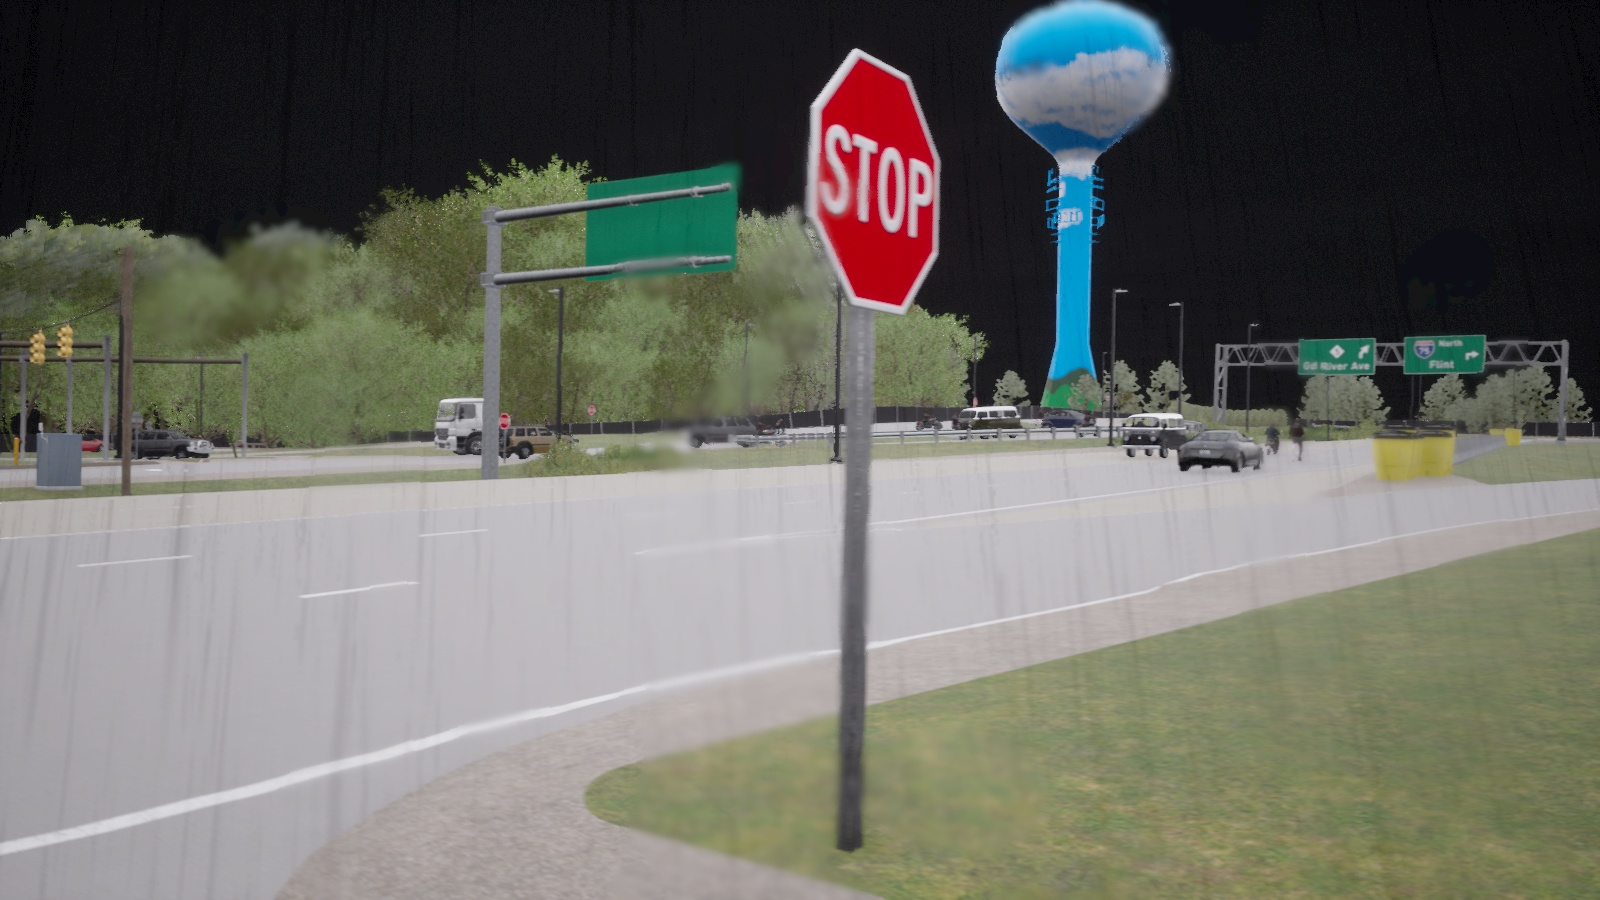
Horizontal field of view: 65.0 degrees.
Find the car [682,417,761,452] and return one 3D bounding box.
[{"bbox_3d":[-4.664,-0.909,74.883,4.605,1.855,1.932,-2,0,-4],"label":"car"}]

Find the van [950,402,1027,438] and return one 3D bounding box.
[{"bbox_3d":[11.781,-1.891,78.357,4.480,2.038,2.069,-4,3,-36],"label":"van"}]

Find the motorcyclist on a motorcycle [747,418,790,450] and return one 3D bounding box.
[{"bbox_3d":[-1.786,-0.903,71.345,2.350,1.649,0.766,-2,-1,5],"label":"motorcyclist on a motorcycle"}]

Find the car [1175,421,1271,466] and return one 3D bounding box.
[{"bbox_3d":[14.096,-0.246,41.726,1.994,1.385,4.181,0,2,34],"label":"car"}]

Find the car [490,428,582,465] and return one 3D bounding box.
[{"bbox_3d":[-14.318,-0.205,68.409,1.932,1.855,4.605,0,2,41],"label":"car"}]

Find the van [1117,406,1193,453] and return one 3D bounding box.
[{"bbox_3d":[16.304,-0.969,57.539,2.069,2.038,4.480,0,2,34],"label":"van"}]

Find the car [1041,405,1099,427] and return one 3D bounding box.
[{"bbox_3d":[19.385,-2.433,90.379,1.789,1.549,3.705,-3,3,-43],"label":"car"}]

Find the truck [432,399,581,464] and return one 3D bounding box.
[{"bbox_3d":[-17.359,-1.142,74.558,7.936,3.462,2.891,-3,2,-35],"label":"truck"}]

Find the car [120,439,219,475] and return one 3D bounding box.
[{"bbox_3d":[-34.928,0.377,69.637,4.605,1.855,1.932,-2,0,9],"label":"car"}]

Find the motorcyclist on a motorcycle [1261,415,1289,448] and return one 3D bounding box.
[{"bbox_3d":[23.392,-0.911,61.804,0.866,1.590,1.817,0,2,34],"label":"motorcyclist on a motorcycle"}]

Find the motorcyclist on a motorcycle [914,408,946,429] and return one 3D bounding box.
[{"bbox_3d":[10.065,-2.435,97.390,2.350,1.649,0.766,1,4,37],"label":"motorcyclist on a motorcycle"}]
